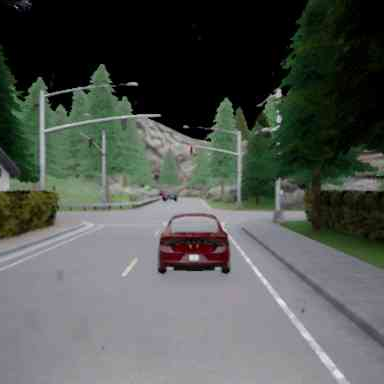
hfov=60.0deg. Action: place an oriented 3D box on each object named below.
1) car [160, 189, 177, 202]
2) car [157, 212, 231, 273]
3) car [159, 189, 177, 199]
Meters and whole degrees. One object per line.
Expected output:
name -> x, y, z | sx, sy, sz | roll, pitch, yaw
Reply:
car -> -3.571, 0.573, 54.550 | 2.150, 2.045, 5.566 | 0, 1, 1
car -> 0.062, 1.354, 10.249 | 1.882, 1.535, 5.008 | 0, 1, 0
car -> -5.168, 0.387, 70.536 | 2.150, 2.045, 5.566 | 0, 1, -24
